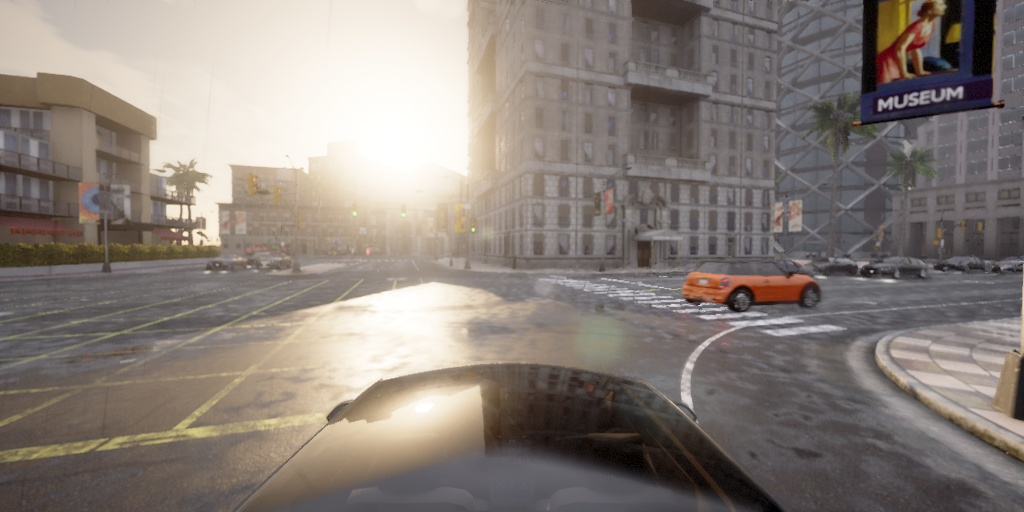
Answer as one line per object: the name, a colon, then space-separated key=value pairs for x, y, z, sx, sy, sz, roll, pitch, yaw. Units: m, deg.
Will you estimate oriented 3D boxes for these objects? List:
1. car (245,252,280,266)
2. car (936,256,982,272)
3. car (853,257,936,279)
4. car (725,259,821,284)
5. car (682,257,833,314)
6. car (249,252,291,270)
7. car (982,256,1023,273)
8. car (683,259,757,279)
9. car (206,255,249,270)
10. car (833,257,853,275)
car: x=-28.714 y=0.318 z=41.411 sx=1.837 sy=1.490 sz=4.892 roll=0 pitch=1 yaw=-17
car: x=42.893 y=0.749 z=34.088 sx=5.357 sy=1.411 sz=2.033 roll=0 pitch=1 yaw=-16
car: x=27.698 y=0.829 z=25.971 sx=4.892 sy=1.490 sz=1.837 roll=0 pitch=1 yaw=-17
car: x=16.389 y=0.908 z=22.539 sx=5.357 sy=1.411 sz=2.033 roll=0 pitch=1 yaw=-17
car: x=8.433 y=0.885 z=12.643 sx=4.553 sy=1.767 sz=2.097 roll=0 pitch=1 yaw=-17
car: x=-23.026 y=0.464 z=34.777 sx=2.128 sy=1.511 sz=4.902 roll=0 pitch=1 yaw=-16
car: x=43.505 y=0.769 z=30.623 sx=4.902 sy=1.511 sz=2.128 roll=0 pitch=1 yaw=-16
car: x=14.942 y=0.889 z=25.754 sx=4.718 sy=1.301 sz=1.895 roll=0 pitch=1 yaw=-17
car: x=-26.185 y=0.562 z=33.100 sx=1.994 sy=1.385 sz=4.181 roll=0 pitch=1 yaw=-16
car: x=25.716 y=0.779 z=29.024 sx=4.674 sy=1.442 sz=1.812 roll=0 pitch=1 yaw=-16
